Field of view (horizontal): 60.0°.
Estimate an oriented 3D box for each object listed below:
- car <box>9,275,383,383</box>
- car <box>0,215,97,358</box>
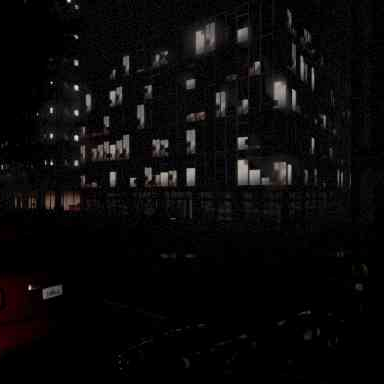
[{"bbox_3d":[0.832,1.566,2.284,4.313,1.339,1.947,0,0,36],"label":"car"},{"bbox_3d":[-3.663,1.315,5.493,5.009,1.841,2.192,0,0,36],"label":"car"}]
